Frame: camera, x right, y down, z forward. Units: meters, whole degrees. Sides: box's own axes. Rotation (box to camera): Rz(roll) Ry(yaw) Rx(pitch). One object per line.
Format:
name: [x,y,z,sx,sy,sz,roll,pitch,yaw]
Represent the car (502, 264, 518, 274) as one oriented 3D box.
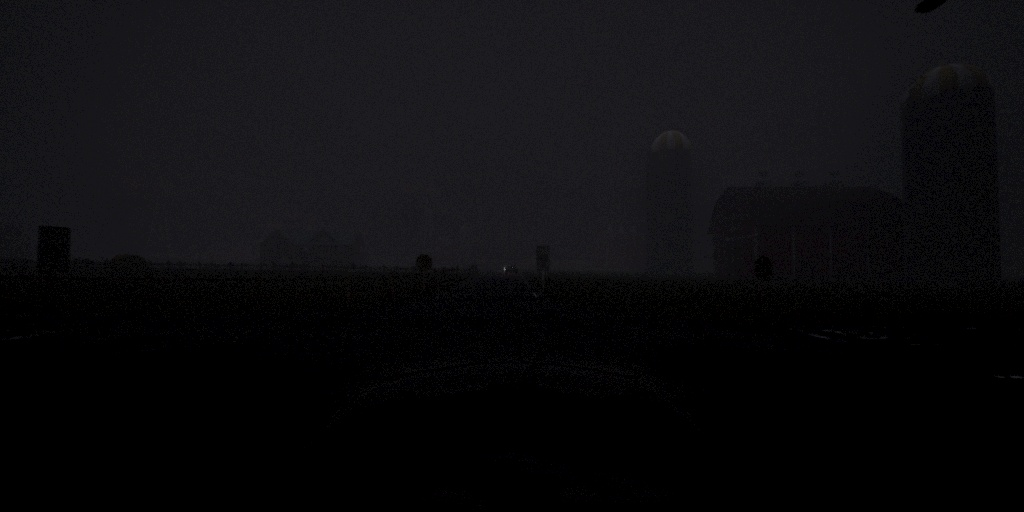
car: [-0.090,2.023,55.154,2.128,1.511,4.902,0,-1,-2]
